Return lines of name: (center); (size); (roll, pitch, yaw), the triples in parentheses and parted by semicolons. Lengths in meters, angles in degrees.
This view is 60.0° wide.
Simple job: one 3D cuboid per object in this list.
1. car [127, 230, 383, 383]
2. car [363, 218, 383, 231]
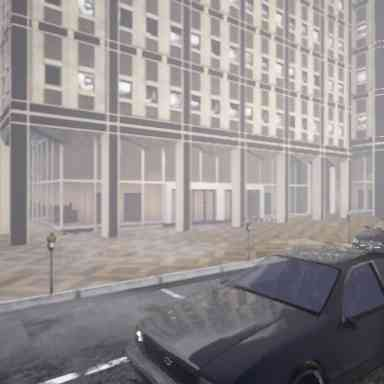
car: (1.866, 1.547, 4.712); (5.357, 1.411, 2.033); (0, 0, -36)
car: (7.415, 1.551, 11.844); (4.403, 1.369, 2.008); (0, 0, -35)
